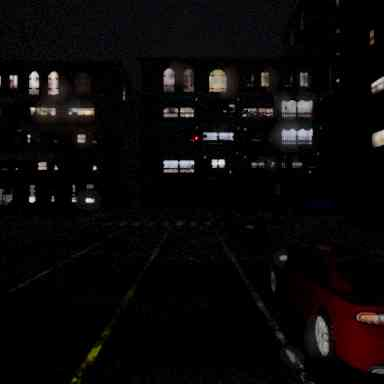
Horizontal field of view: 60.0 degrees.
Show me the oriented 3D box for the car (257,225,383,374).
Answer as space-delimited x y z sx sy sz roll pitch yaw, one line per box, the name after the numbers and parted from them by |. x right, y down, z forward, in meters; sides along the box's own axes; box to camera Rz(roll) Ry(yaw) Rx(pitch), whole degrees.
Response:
2.577 1.551 5.730 1.887 1.381 4.507 1 0 0 | car

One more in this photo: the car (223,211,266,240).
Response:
2.582 1.587 16.857 1.947 1.339 4.313 1 0 0 | car

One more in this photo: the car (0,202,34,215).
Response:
-19.684 1.759 36.395 4.403 1.369 2.008 0 0 0 | car

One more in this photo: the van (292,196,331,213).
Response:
13.100 1.342 36.427 3.998 1.788 1.690 0 0 0 | van
